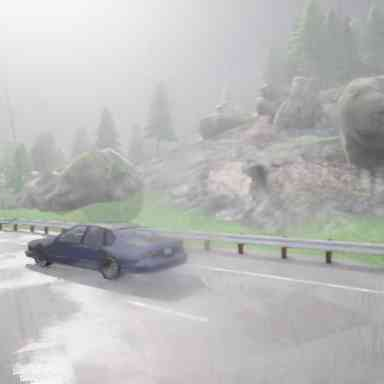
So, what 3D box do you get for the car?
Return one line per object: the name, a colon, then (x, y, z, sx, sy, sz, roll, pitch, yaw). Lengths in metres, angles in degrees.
car: (-2.716, 1.586, 9.923, 5.357, 1.411, 2.033, -1, 0, 33)
